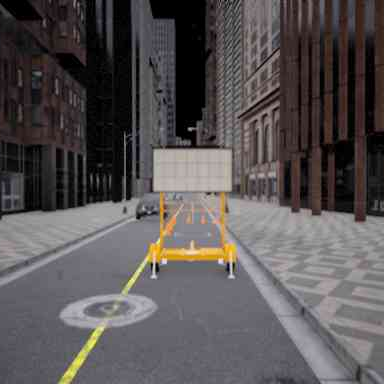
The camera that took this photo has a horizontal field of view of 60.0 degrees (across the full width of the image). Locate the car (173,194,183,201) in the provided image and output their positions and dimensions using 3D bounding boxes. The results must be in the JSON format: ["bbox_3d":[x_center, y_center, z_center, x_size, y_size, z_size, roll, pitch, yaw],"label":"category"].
[{"bbox_3d":[-2.884,1.068,67.412,2.128,1.511,4.902,0,1,1],"label":"car"}]

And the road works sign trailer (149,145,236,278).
[{"bbox_3d":[0.019,0.421,9.958,2.380,3.560,2.880,0,0,0],"label":"road works sign trailer"}]

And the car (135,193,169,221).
[{"bbox_3d":[-3.045,1.085,26.484,2.150,2.045,5.566,0,1,0],"label":"car"}]
